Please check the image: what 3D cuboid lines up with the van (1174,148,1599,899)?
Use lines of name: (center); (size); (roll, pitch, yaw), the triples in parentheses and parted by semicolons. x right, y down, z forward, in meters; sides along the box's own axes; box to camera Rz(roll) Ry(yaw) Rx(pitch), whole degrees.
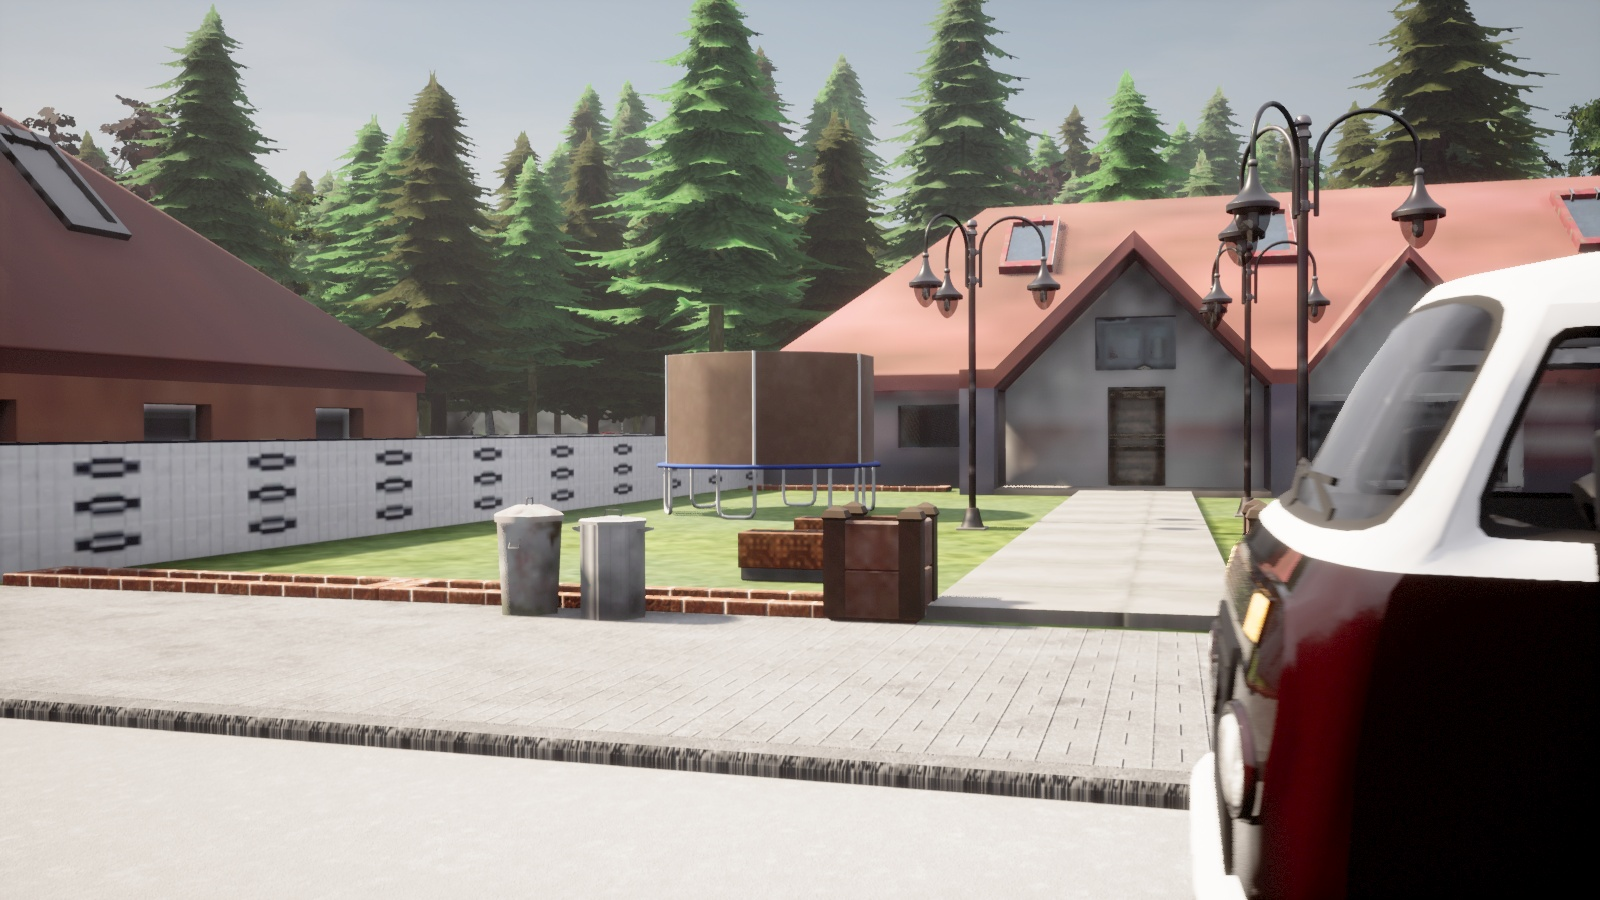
van: (3.125, 0.520, 2.622); (4.480, 2.038, 2.069); (0, 1, 17)
